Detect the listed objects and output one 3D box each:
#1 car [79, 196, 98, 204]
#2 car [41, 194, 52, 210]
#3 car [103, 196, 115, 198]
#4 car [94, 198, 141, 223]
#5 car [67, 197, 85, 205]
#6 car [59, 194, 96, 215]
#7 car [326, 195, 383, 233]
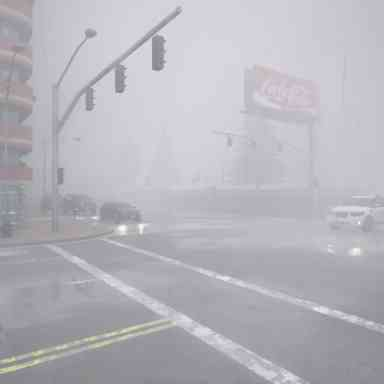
[{"bbox_3d":[-19.973,1.478,64.047,1.882,1.535,5.008,0,0,-36],"label":"car"},{"bbox_3d":[-17.801,1.221,42.734,2.150,2.045,5.566,0,0,-35],"label":"car"},{"bbox_3d":[-14.120,1.505,55.914,1.837,1.490,4.892,0,0,-36],"label":"car"},{"bbox_3d":[-5.649,1.505,25.824,1.837,1.490,4.892,0,0,-36],"label":"car"},{"bbox_3d":[-20.554,1.564,58.864,1.994,1.385,4.181,0,0,-36],"label":"car"},{"bbox_3d":[-11.645,1.221,34.161,2.150,2.045,5.566,0,0,-36],"label":"car"},{"bbox_3d":[10.454,1.220,20.018,5.566,2.045,2.150,0,0,-35],"label":"car"}]
